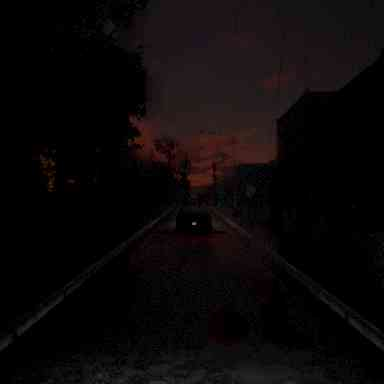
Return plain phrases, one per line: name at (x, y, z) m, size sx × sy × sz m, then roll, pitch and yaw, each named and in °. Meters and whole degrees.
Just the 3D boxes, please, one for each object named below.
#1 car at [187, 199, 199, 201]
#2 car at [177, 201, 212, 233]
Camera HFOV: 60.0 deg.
car at (0.105, 1.583, 37.771) m, size 1.837 × 1.490 × 4.892 m, roll 0°, pitch 0°, yaw 0°
car at (0.115, 1.503, 19.639) m, size 1.882 × 1.535 × 5.008 m, roll 1°, pitch -1°, yaw 0°
